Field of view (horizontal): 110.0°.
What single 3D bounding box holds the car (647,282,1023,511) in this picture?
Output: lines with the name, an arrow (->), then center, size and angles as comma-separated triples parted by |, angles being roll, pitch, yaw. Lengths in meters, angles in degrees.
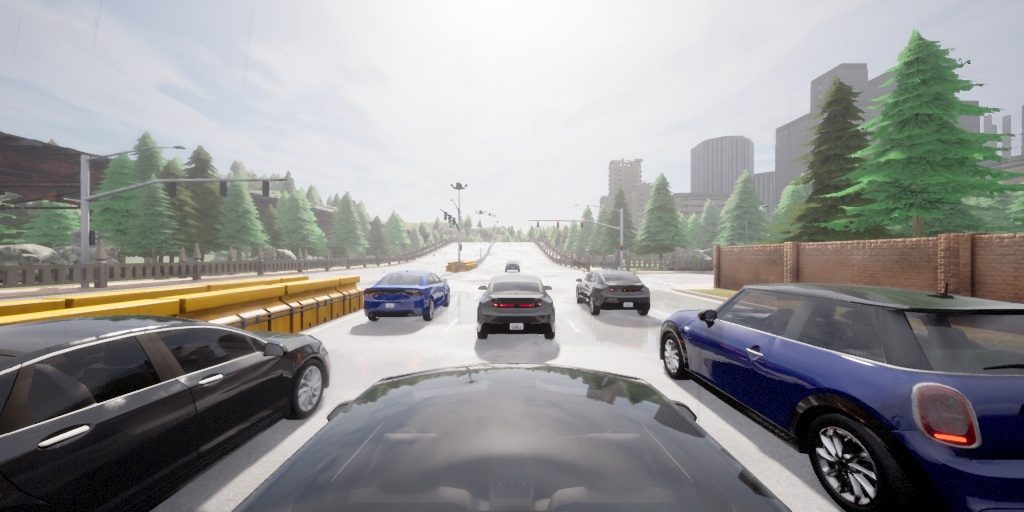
car -> 3.601, 1.102, 4.393 | 2.097, 1.767, 4.553 | 0, 0, 0

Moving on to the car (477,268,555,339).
car -> 0.096, 1.255, 10.043 | 1.837, 1.490, 4.892 | 0, 0, 0

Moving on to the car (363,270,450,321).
car -> -3.404, 1.228, 12.466 | 1.882, 1.535, 5.008 | 0, 0, 0

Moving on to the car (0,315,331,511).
car -> -3.400, 1.255, 2.973 | 1.837, 1.490, 4.892 | 0, 0, 0

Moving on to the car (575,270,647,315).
car -> 3.614, 1.255, 13.478 | 1.837, 1.490, 4.892 | 0, 0, 1

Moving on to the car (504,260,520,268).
car -> 0.068, 1.276, 46.041 | 1.812, 1.442, 4.674 | 0, 0, 0
